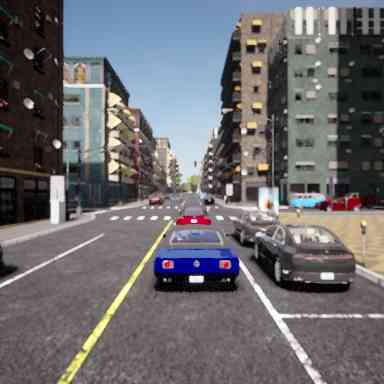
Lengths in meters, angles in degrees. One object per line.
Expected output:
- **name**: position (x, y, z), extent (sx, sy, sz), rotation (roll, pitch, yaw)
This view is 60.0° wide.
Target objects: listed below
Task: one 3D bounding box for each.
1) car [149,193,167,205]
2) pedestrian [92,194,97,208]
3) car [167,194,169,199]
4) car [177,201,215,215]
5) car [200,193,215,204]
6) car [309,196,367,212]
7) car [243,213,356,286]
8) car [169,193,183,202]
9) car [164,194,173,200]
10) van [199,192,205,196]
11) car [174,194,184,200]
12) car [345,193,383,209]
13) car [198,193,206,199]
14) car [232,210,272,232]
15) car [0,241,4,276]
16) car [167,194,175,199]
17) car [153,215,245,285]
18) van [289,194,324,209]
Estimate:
- **car**: position (-5.676, 1.071, 52.913), extent (2.192, 1.841, 5.009), rotation (1, 0, 0)
- **pedestrian**: position (-12.529, 1.135, 42.838), extent (0.375, 1.860, 0.375), rotation (0, 0, 0)
- **car**: position (-5.679, 1.276, 58.485), extent (1.887, 1.381, 4.507), rotation (1, 0, 0)
- **car**: position (0.095, 1.474, 19.354), extent (1.994, 1.385, 4.181), rotation (0, 0, 0)
- **car**: position (2.700, 1.322, 52.874), extent (1.947, 1.339, 4.313), rotation (1, 0, 0)
- **car**: position (13.703, 1.257, 31.312), extent (4.206, 1.307, 1.802), rotation (0, 0, 0)
- **car**: position (2.830, 1.508, 9.112), extent (2.008, 1.369, 4.403), rotation (1, 0, 0)
- **car**: position (-3.031, 1.062, 63.208), extent (2.097, 1.767, 4.553), rotation (0, 0, 0)
- **car**: position (-5.679, 1.197, 80.769), extent (1.947, 1.339, 4.313), rotation (1, 0, 0)
- **van**: position (2.703, 0.972, 80.729), extent (1.690, 1.788, 3.998), rotation (1, 0, 0)
- **car**: position (-3.001, 1.181, 78.408), extent (2.033, 1.411, 5.357), rotation (0, 0, 0)
- **car**: position (19.291, 1.031, 39.653), extent (5.009, 1.841, 2.192), rotation (0, 0, 0)
- **car**: position (2.701, 1.126, 91.871), extent (1.887, 1.381, 4.507), rotation (1, 0, 0)
- **car**: position (2.830, 1.482, 14.682), extent (2.008, 1.369, 4.403), rotation (1, 0, 0)
- **car**: position (-5.807, 1.407, 6.876), extent (1.967, 1.590, 4.097), rotation (1, 0, 0)
- **car**: position (-5.680, 1.147, 91.911), extent (1.947, 1.339, 4.313), rotation (1, 0, 0)
- **car**: position (0.099, 1.557, 9.300), extent (1.895, 1.301, 4.718), rotation (0, 0, 0)
- **van**: position (13.763, 1.099, 39.693), extent (3.998, 1.788, 1.690), rotation (0, 0, 0)
